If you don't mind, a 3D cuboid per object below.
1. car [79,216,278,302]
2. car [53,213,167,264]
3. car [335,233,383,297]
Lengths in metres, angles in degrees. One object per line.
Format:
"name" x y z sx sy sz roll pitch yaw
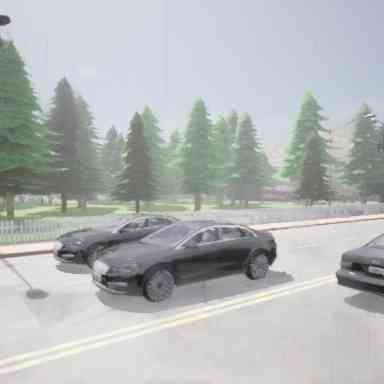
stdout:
"car" 0.046 1.481 8.304 4.902 1.511 2.128 0 0 -35
"car" -1.987 1.480 11.152 4.902 1.511 2.128 0 0 -35
"car" 5.552 1.528 7.750 5.357 1.411 2.033 0 0 -35
